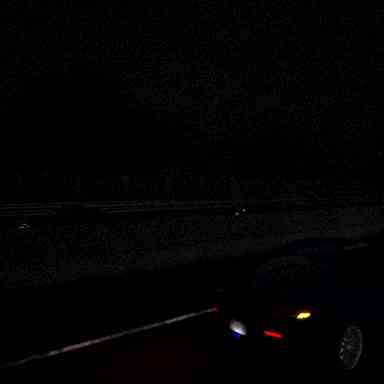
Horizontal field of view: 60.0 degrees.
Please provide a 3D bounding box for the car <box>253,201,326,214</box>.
[{"bbox_3d":[6.787,1.463,21.726,5.357,1.411,2.033,0,0,-35],"label":"car"}]

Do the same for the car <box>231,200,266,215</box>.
[{"bbox_3d":[6.016,1.447,29.770,5.357,1.411,2.033,0,0,-35],"label":"car"}]

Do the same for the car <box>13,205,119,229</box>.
[{"bbox_3d":[-6.198,1.454,16.767,5.008,1.535,1.882,0,0,-36],"label":"car"}]

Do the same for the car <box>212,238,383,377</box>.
[{"bbox_3d":[2.446,1.500,5.489,4.674,1.442,1.812,0,0,-35],"label":"car"}]
